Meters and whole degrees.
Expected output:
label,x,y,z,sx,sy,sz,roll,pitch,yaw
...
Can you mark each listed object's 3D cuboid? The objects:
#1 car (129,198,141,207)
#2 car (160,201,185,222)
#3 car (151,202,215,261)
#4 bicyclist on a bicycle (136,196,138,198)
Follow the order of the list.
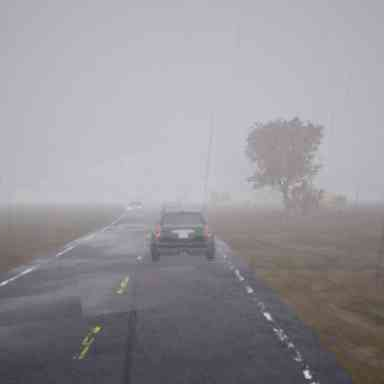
label,x,y,z,sx,sy,sz,roll,pitch,yaw
car,-9.764,1.712,56.847,1.882,1.535,5.008,0,0,-12
car,-1.783,1.586,28.944,1.882,1.535,5.008,0,0,-6
car,-0.381,1.397,12.603,2.097,1.767,4.553,0,0,-3
bicyclist on a bicycle,-14.458,1.831,87.033,0.582,1.620,1.656,0,-1,-19
